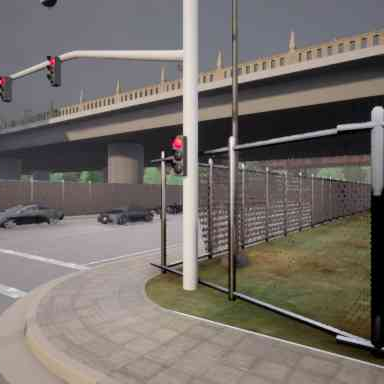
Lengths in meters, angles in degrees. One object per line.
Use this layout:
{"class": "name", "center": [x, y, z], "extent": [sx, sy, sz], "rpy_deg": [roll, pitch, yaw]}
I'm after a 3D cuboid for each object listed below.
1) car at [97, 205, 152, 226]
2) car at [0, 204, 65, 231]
{"class": "car", "center": [-4.718, 1.619, 24.002], "extent": [1.994, 1.385, 4.181], "rpy_deg": [0, 0, 35]}
{"class": "car", "center": [-10.741, 1.547, 21.550], "extent": [2.128, 1.511, 4.902], "rpy_deg": [0, 0, 35]}
